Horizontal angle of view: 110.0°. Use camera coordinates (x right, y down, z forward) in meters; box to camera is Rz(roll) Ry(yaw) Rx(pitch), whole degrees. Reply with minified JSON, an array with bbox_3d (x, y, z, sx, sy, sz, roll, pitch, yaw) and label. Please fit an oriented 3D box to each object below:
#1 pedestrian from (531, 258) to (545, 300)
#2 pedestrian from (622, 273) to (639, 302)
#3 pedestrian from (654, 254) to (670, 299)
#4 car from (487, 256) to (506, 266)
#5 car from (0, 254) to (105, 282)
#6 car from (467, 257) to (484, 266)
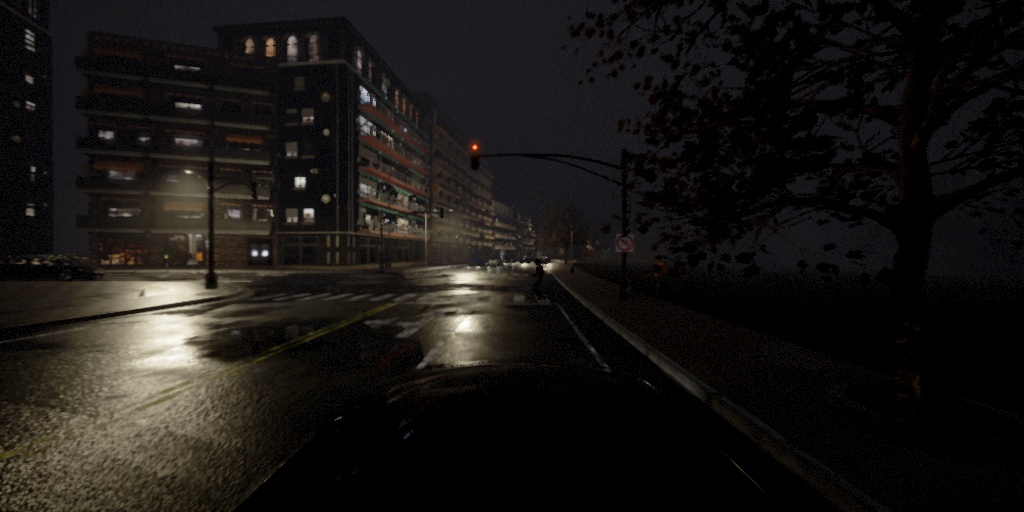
[{"bbox_3d":[1.093,0.935,15.057,0.375,1.860,0.375,0,0,2],"label":"pedestrian"},{"bbox_3d":[4.549,0.801,13.755,0.375,1.860,0.375,0,0,2],"label":"pedestrian"},{"bbox_3d":[5.955,0.800,14.314,0.375,1.860,0.375,0,0,2],"label":"pedestrian"},{"bbox_3d":[-2.726,0.917,58.210,1.812,1.442,4.674,0,0,8],"label":"car"},{"bbox_3d":[-24.542,0.672,18.844,4.403,1.370,2.007,0,0,-18],"label":"car"},{"bbox_3d":[-5.933,0.857,58.731,1.882,1.535,5.008,0,0,8],"label":"car"}]
